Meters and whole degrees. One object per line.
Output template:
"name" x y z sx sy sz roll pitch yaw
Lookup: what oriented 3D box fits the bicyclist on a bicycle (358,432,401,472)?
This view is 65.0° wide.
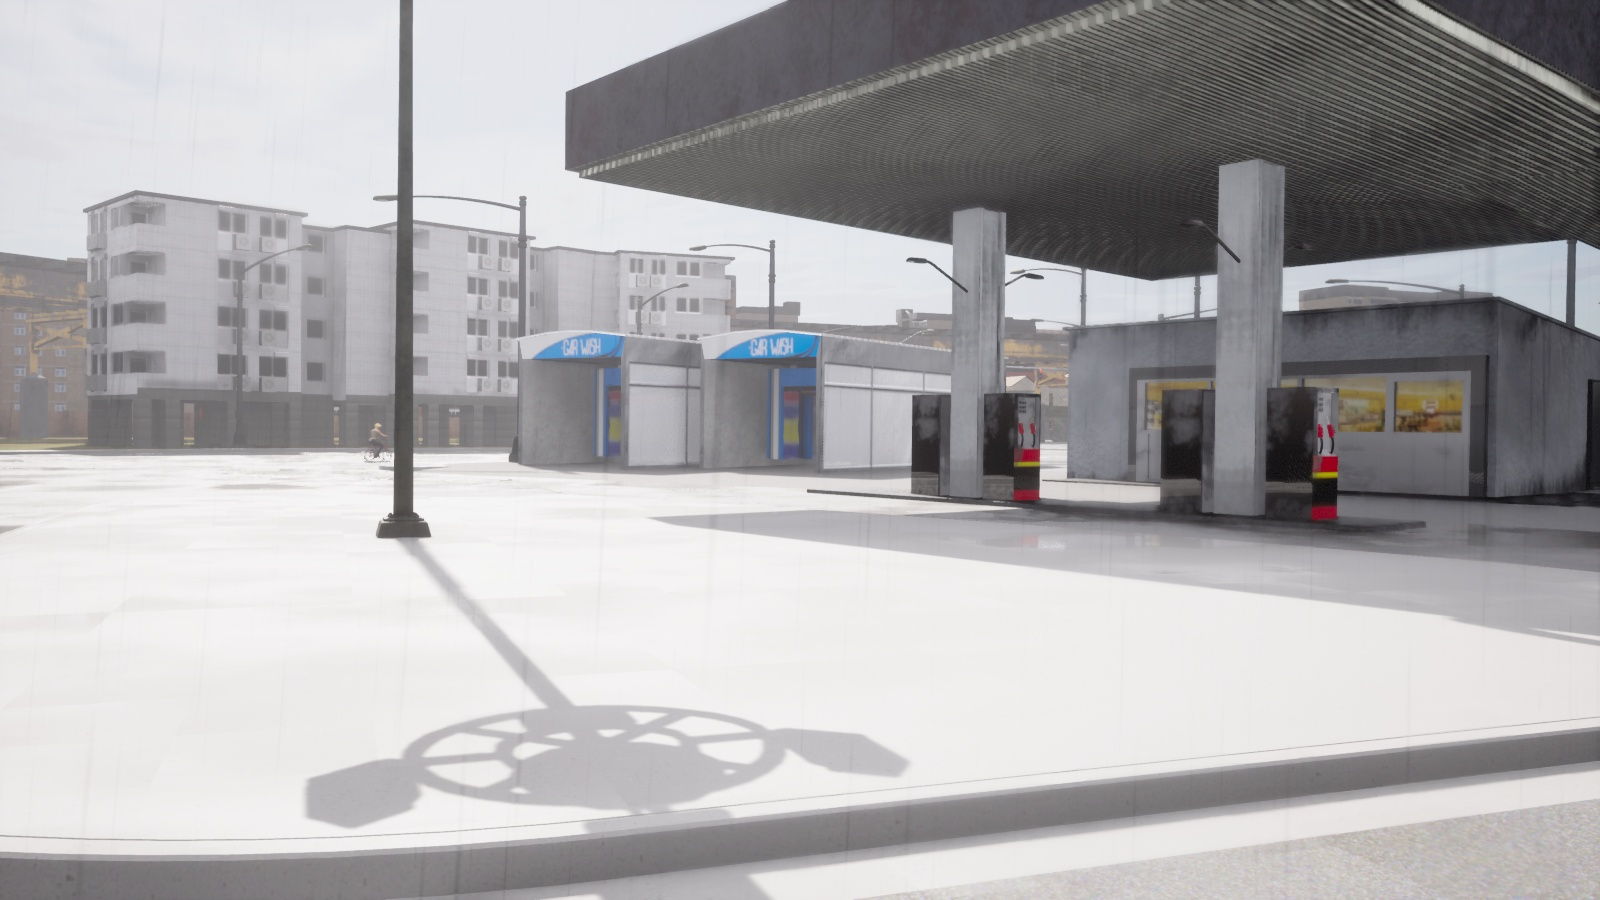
"bicyclist on a bicycle" -17.517 0.073 52.306 0.866 1.612 1.509 0 1 28
